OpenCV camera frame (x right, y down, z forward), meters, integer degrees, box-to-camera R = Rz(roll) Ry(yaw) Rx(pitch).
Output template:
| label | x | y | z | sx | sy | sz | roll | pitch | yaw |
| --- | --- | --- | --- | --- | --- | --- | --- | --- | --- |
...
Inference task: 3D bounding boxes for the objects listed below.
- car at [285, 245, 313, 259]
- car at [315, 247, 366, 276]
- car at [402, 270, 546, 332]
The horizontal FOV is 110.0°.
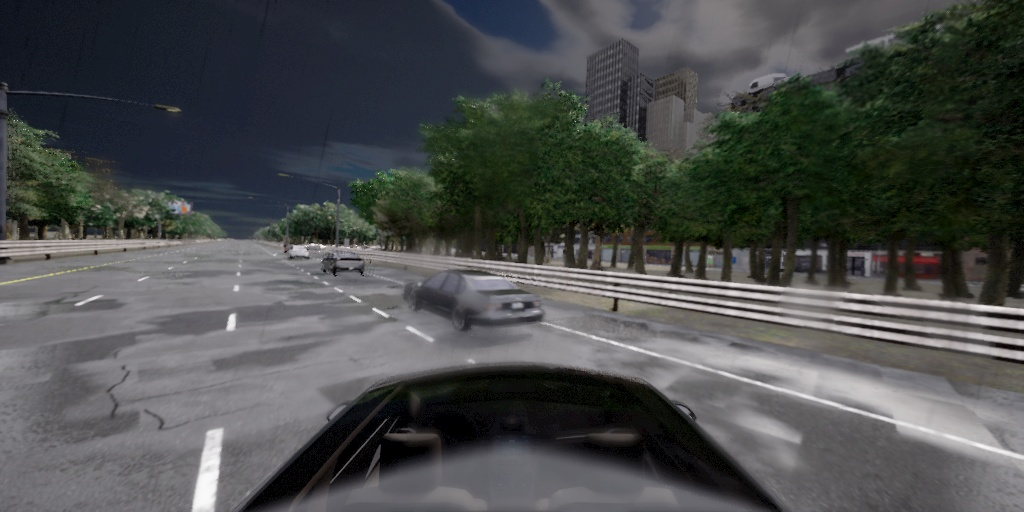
| label | x | y | z | sx | sy | sz | roll | pitch | yaw |
| --- | --- | --- | --- | --- | --- | --- | --- | --- | --- |
| car | -25.199 | -0.439 | 42.275 | 1.812 | 1.442 | 4.674 | 2 | 1 | -37 |
| car | -10.873 | 0.436 | 23.024 | 2.128 | 1.511 | 4.902 | 2 | 1 | -37 |
| car | -1.358 | 1.096 | 10.231 | 2.033 | 1.411 | 5.357 | 2 | 1 | -37 |
